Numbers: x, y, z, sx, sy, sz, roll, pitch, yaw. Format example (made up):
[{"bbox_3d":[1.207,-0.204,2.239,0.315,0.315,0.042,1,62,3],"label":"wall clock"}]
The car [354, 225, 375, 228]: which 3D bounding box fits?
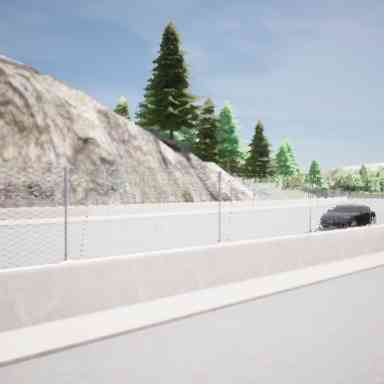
[{"bbox_3d":[9.942,1.529,20.966,4.892,1.490,1.837,0,0,-42],"label":"car"}]
